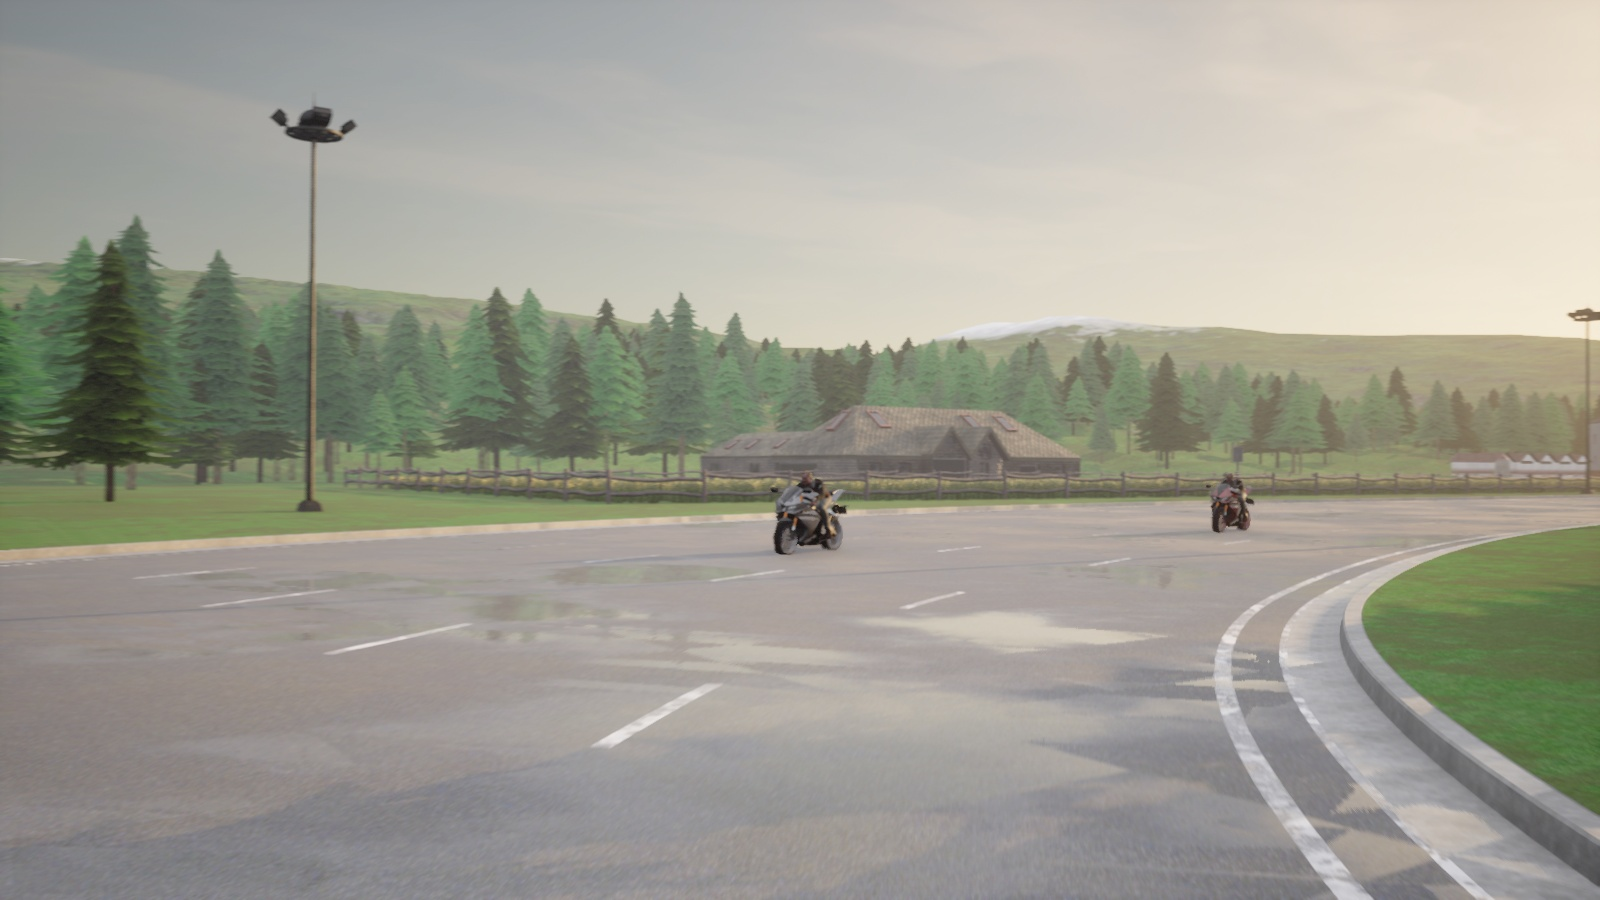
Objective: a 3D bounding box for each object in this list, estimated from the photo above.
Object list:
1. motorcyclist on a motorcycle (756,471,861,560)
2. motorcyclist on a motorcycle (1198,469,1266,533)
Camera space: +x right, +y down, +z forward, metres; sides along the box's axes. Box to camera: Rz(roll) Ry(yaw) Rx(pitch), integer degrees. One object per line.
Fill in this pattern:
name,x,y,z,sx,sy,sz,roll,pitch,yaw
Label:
motorcyclist on a motorcycle,0.181,1.157,22.926,0.866,1.530,2.191,0,-1,33
motorcyclist on a motorcycle,10.876,1.256,31.588,0.866,1.530,2.191,-1,-1,40
